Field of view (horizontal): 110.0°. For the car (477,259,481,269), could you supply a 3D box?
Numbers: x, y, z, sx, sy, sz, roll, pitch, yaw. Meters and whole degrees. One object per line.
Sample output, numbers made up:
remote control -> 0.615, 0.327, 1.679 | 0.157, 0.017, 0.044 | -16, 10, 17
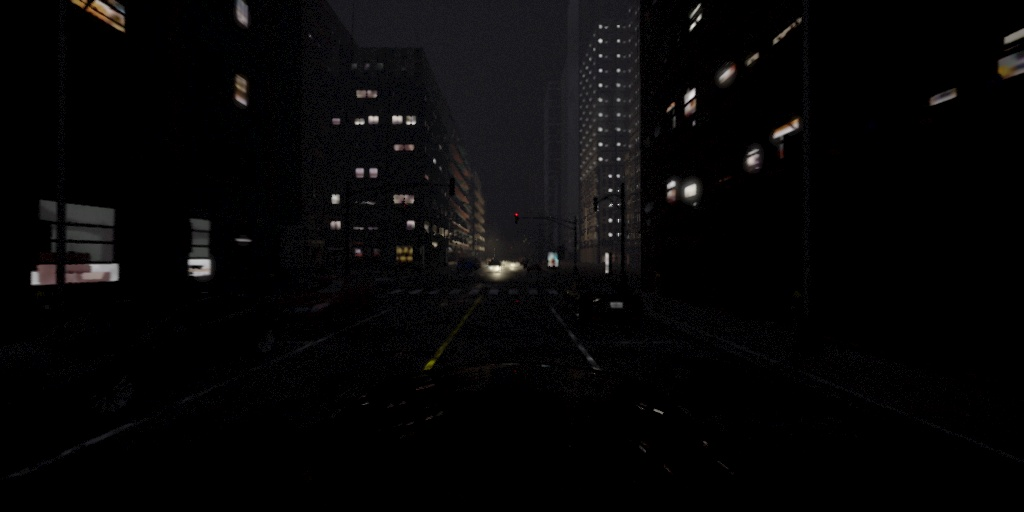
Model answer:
car -> -5.685, 0.980, 49.249 | 2.192, 1.841, 5.009 | 0, 0, 0

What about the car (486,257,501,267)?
car -> -2.994, 1.207, 62.827 | 1.994, 1.385, 4.181 | 0, 0, 0

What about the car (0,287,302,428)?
car -> -5.689, 1.307, 5.804 | 1.948, 1.339, 4.313 | 0, 0, 0

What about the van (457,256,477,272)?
van -> -5.685, 1.015, 43.721 | 1.690, 1.789, 3.998 | 0, 0, 0

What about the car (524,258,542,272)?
car -> 2.696, 1.256, 43.719 | 1.802, 1.307, 4.207 | 0, 0, 0

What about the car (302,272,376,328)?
car -> -5.688, 1.312, 11.327 | 1.802, 1.307, 4.207 | 0, 0, 0

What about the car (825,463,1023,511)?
car -> 2.692, 1.319, 0.267 | 1.948, 1.339, 4.313 | 0, 0, 0

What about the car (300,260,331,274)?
car -> -18.791, 1.039, 32.548 | 4.313, 1.339, 1.948 | 0, 0, 0

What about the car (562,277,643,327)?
car -> 2.693, 1.296, 11.314 | 1.948, 1.339, 4.313 | 0, 0, 0

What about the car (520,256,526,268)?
car -> 2.697, 1.098, 54.775 | 1.967, 1.591, 4.097 | 0, 0, 0
